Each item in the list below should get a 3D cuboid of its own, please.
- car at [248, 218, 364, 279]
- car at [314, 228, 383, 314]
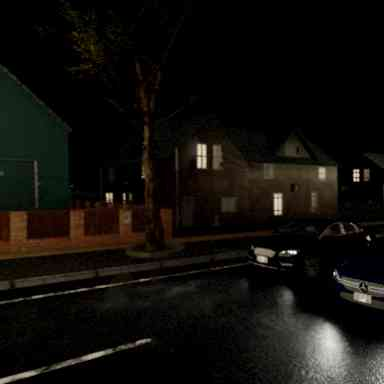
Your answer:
[{"bbox_3d":[3.902,1.592,10.459,4.902,1.511,2.128,1,0,-35],"label":"car"},{"bbox_3d":[4.872,1.614,7.159,4.674,1.442,1.812,1,0,-35],"label":"car"}]
